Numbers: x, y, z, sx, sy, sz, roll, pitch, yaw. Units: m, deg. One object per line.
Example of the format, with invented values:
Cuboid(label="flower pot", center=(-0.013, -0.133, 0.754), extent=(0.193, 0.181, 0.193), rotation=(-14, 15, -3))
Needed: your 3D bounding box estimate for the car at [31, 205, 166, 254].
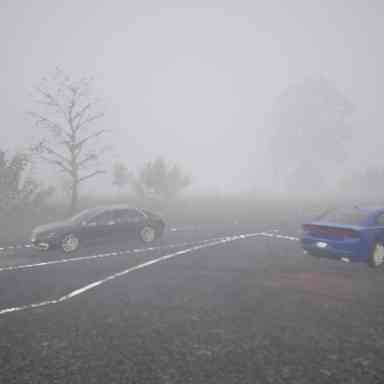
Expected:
Cuboid(label="car", center=(-3.313, 1.300, 12.444), extent=(4.892, 1.490, 1.837), rotation=(-2, 2, -35))

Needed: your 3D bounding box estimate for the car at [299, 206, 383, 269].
Cuboid(label="car", center=(5.344, 1.150, 10.015), extent=(5.008, 1.535, 1.882), rotation=(-2, 2, -36))
